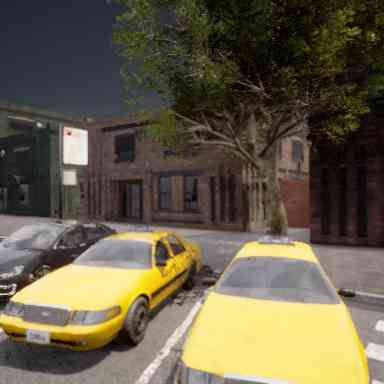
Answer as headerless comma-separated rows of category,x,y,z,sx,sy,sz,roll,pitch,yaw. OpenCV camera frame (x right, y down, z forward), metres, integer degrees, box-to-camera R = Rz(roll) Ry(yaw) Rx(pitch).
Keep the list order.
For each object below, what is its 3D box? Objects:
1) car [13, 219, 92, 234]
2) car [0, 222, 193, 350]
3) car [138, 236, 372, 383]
car,-3.583,1.508,8.659,2.231,1.521,4.892,0,-1,16
car,-1.196,1.493,6.729,1.946,1.575,5.366,0,-1,16
car,1.247,1.485,4.985,1.946,1.575,5.366,0,-1,16
